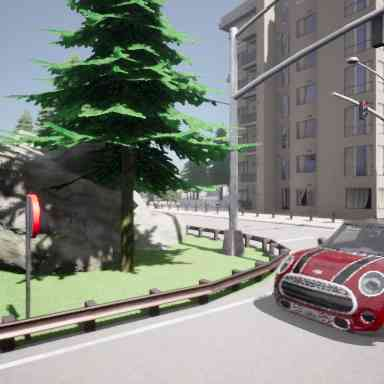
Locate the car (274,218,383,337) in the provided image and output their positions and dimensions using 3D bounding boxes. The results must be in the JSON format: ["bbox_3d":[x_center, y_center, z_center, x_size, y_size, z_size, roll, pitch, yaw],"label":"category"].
[{"bbox_3d":[3.733,1.357,6.632,4.553,1.767,2.097,0,0,-35],"label":"car"}]
